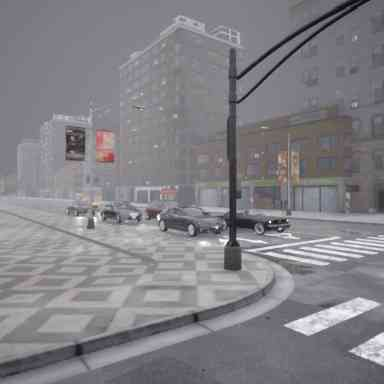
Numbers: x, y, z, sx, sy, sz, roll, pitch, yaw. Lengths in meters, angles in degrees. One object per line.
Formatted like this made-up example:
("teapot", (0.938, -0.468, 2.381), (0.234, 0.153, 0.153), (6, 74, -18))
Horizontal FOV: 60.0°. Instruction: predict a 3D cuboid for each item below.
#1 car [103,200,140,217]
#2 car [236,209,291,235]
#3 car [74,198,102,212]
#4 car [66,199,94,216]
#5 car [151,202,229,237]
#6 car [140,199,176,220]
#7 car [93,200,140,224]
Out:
("car", (-7.306, 1.618, 34.057), (1.837, 1.490, 4.892), (0, 0, -36))
("car", (3.363, 1.647, 19.388), (1.895, 1.301, 4.718), (0, 0, -36))
("car", (-13.344, 1.619, 42.411), (1.882, 1.535, 5.008), (0, 0, -36))
("car", (-11.529, 1.626, 34.344), (1.837, 1.490, 4.892), (0, 0, -36))
("car", (-0.181, 1.558, 18.728), (1.837, 1.490, 4.892), (0, 0, -36))
("car", (-1.964, 1.434, 26.712), (2.097, 1.767, 4.553), (0, 0, -36))
("car", (-5.679, 1.581, 26.286), (2.128, 1.511, 4.902), (0, 0, -36))
